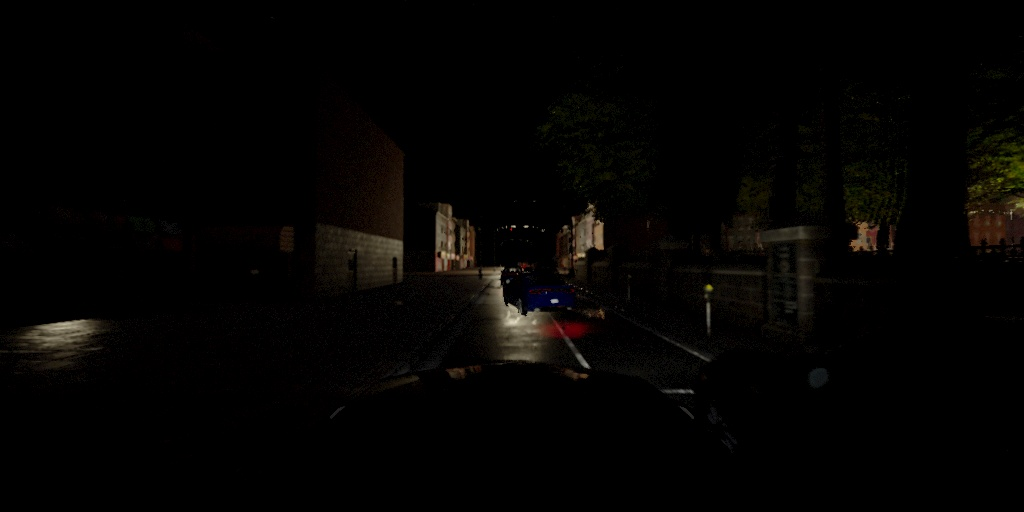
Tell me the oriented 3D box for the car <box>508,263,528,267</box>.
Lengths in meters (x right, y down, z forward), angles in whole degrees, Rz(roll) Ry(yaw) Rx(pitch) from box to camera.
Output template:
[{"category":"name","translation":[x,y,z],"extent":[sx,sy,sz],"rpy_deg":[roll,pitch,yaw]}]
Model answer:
[{"category":"car","translation":[0.065,1.556,28.710],"extent":[1.882,1.535,5.008],"rpy_deg":[0,-1,0]}]

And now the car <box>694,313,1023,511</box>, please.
[{"category":"car","translation":[2.988,1.106,1.990],"extent":[2.097,1.767,4.553],"rpy_deg":[0,-1,0]}]

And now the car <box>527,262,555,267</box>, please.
[{"category":"car","translation":[2.634,1.408,29.874],"extent":[2.192,1.841,5.009],"rpy_deg":[0,0,0]}]

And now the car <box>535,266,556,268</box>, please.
[{"category":"car","translation":[2.635,1.606,24.426],"extent":[1.802,1.307,4.207],"rpy_deg":[0,0,0]}]

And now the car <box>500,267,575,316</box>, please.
[{"category":"car","translation":[0.892,1.377,14.427],"extent":[1.882,1.535,5.008],"rpy_deg":[0,0,-13]}]
